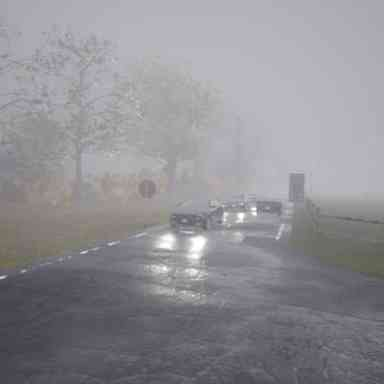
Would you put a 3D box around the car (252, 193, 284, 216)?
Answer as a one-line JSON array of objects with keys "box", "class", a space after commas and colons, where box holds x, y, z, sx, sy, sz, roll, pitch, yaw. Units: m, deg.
[{"box": [6.329, 0.980, 26.808, 1.882, 1.535, 5.008, 2, 2, 18], "class": "car"}]

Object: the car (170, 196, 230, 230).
[{"box": [0.425, 1.028, 17.839, 1.882, 1.535, 5.008, 2, 2, 18], "class": "car"}]

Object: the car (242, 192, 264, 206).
[{"box": [7.361, 0.787, 39.649, 1.895, 1.301, 4.718, 2, 2, 18], "class": "car"}]

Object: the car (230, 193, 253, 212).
[{"box": [4.149, 0.863, 29.566, 1.837, 1.490, 4.892, 2, 1, 18], "class": "car"}]
